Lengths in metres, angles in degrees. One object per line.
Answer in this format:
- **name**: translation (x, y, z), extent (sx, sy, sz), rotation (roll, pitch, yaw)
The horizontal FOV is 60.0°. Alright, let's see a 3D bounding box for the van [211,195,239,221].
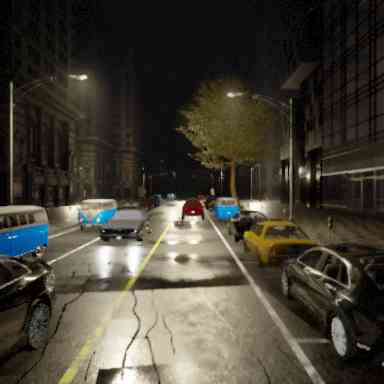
- **van**: translation (2.747, 1.347, 26.838), extent (1.690, 1.788, 3.998), rotation (0, 0, 0)

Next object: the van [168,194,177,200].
- **van**: translation (-5.824, 1.409, 91.157), extent (1.690, 1.788, 3.998), rotation (0, 0, 0)

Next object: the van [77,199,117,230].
- **van**: translation (-5.775, 1.345, 20.693), extent (1.690, 1.788, 3.998), rotation (0, 0, 0)

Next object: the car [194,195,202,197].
- **car**: translation (0.076, 1.542, 45.642), extent (1.812, 1.442, 4.674), rotation (0, 0, 0)

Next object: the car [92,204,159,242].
- **car**: translation (-3.083, 1.550, 16.684), extent (2.033, 1.411, 5.357), rotation (0, 0, 0)

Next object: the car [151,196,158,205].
- **car**: translation (-5.785, 1.559, 42.346), extent (1.887, 1.381, 4.507), rotation (0, 0, 0)

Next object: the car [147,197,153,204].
- **car**: translation (-5.782, 1.593, 36.932), extent (1.802, 1.307, 4.206), rotation (0, 0, 0)

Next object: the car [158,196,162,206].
- **car**: translation (-5.788, 1.584, 47.759), extent (1.947, 1.339, 4.313), rotation (0, 0, 0)

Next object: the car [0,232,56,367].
- **car**: translation (-3.073, 1.493, 3.353), extent (2.128, 1.511, 4.902), rotation (0, 0, 0)

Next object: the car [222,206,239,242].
- **car**: translation (2.753, 1.569, 16.261), extent (1.947, 1.339, 4.313), rotation (0, 0, 0)

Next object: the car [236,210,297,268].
- **car**: translation (2.755, 1.527, 11.141), extent (1.752, 1.417, 4.829), rotation (0, 0, 0)

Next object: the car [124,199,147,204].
- **car**: translation (-5.780, 1.559, 31.519), extent (2.008, 1.369, 4.403), rotation (0, 0, 0)

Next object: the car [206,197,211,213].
- **car**: translation (2.742, 1.562, 37.416), extent (2.008, 1.369, 4.403), rotation (0, 0, 0)

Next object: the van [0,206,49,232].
- **van**: translation (-5.770, 1.342, 9.866), extent (1.690, 1.788, 3.998), rotation (0, 0, 0)

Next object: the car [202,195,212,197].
- **car**: translation (2.739, 1.330, 42.705), extent (2.192, 1.841, 5.009), rotation (0, 0, 0)

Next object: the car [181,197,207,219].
- **car**: translation (0.084, 1.485, 29.482), extent (1.882, 1.535, 5.008), rotation (0, 0, 0)

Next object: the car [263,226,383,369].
- **car**: translation (2.758, 1.551, 5.682), extent (2.008, 1.369, 4.403), rotation (0, 0, 0)

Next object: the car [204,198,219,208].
- **car**: translation (2.737, 1.563, 47.994), extent (1.887, 1.381, 4.507), rotation (0, 0, 0)
